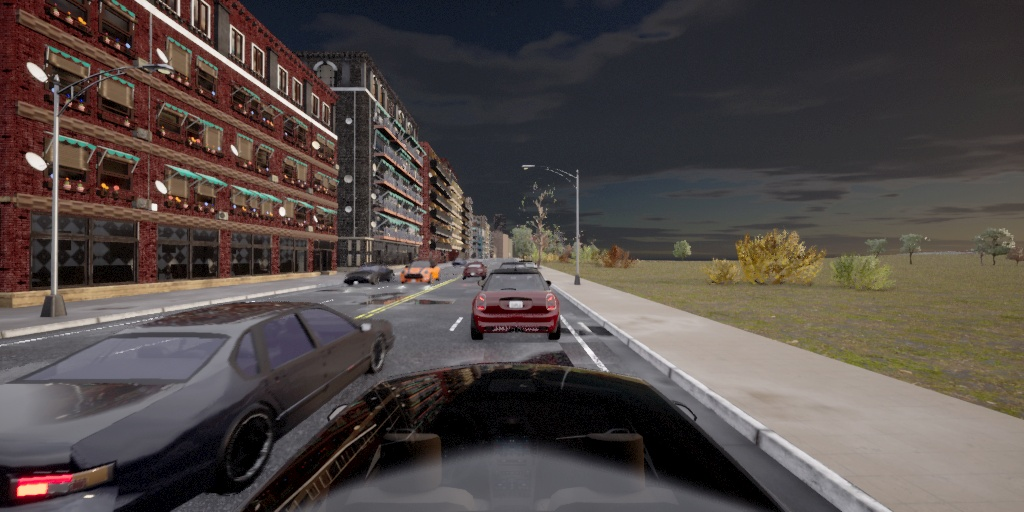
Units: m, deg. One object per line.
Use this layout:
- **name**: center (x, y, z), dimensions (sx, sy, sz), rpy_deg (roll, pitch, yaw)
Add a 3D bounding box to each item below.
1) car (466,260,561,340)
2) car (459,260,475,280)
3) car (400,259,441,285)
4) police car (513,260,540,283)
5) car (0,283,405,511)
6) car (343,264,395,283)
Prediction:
- **car**: center (0.081, 1.103, 10.133), dimensions (2.097, 1.767, 4.553), rpy_deg (0, 0, 0)
- **car**: center (-3.192, 1.279, 31.611), dimensions (1.812, 1.442, 4.674), rpy_deg (0, 0, 0)
- **car**: center (-6.635, 1.105, 26.382), dimensions (2.097, 1.767, 4.553), rpy_deg (0, 0, 0)
- **police car**: center (1.098, 1.179, 29.401), dimensions (1.930, 1.638, 5.238), rpy_deg (0, 0, 0)
- **car**: center (-3.158, 1.297, 4.443), dimensions (2.033, 1.411, 5.357), rpy_deg (0, 0, 0)
- **car**: center (-9.883, 1.301, 25.355), dimensions (2.033, 1.411, 5.357), rpy_deg (0, 0, 0)
